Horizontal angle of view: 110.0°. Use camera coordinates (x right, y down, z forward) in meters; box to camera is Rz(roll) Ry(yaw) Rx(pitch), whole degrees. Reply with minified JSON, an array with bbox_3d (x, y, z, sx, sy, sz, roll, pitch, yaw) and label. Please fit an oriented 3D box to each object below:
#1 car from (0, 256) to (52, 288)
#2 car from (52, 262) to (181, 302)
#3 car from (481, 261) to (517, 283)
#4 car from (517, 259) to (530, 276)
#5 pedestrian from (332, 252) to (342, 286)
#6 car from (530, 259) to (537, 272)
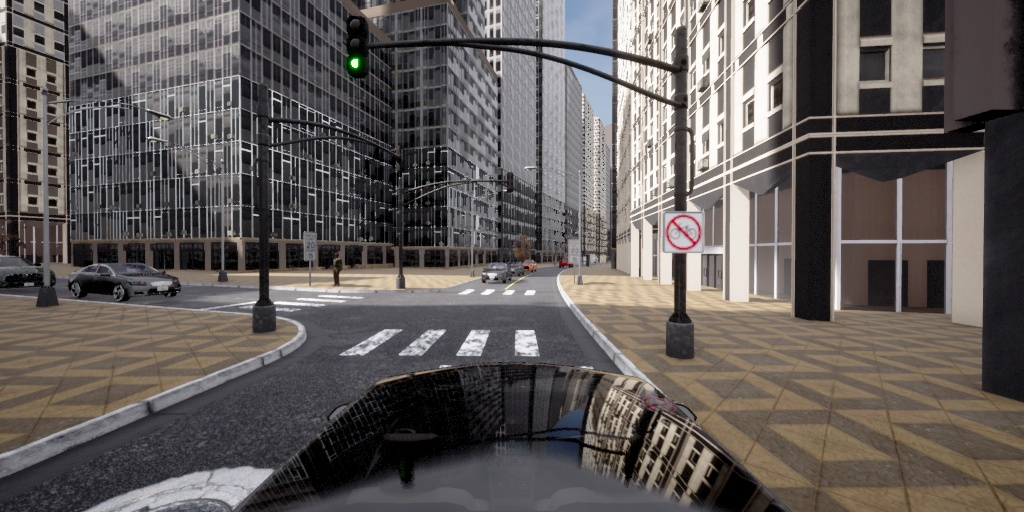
[{"bbox_3d":[-25.665,0.771,18.066,4.553,1.767,2.097,1,1,16],"label":"car"},{"bbox_3d":[-16.666,1.039,15.441,4.902,1.511,2.128,1,1,17],"label":"car"},{"bbox_3d":[-1.117,1.276,28.175,2.128,1.511,4.902,0,0,7],"label":"car"},{"bbox_3d":[0.229,1.311,37.657,2.128,1.511,4.902,0,0,9],"label":"car"},{"bbox_3d":[-9.523,0.716,19.442,0.375,1.860,0.375,0,0,16],"label":"pedestrian"},{"bbox_3d":[2.008,1.220,47.435,2.097,1.767,4.553,0,0,12],"label":"car"}]
